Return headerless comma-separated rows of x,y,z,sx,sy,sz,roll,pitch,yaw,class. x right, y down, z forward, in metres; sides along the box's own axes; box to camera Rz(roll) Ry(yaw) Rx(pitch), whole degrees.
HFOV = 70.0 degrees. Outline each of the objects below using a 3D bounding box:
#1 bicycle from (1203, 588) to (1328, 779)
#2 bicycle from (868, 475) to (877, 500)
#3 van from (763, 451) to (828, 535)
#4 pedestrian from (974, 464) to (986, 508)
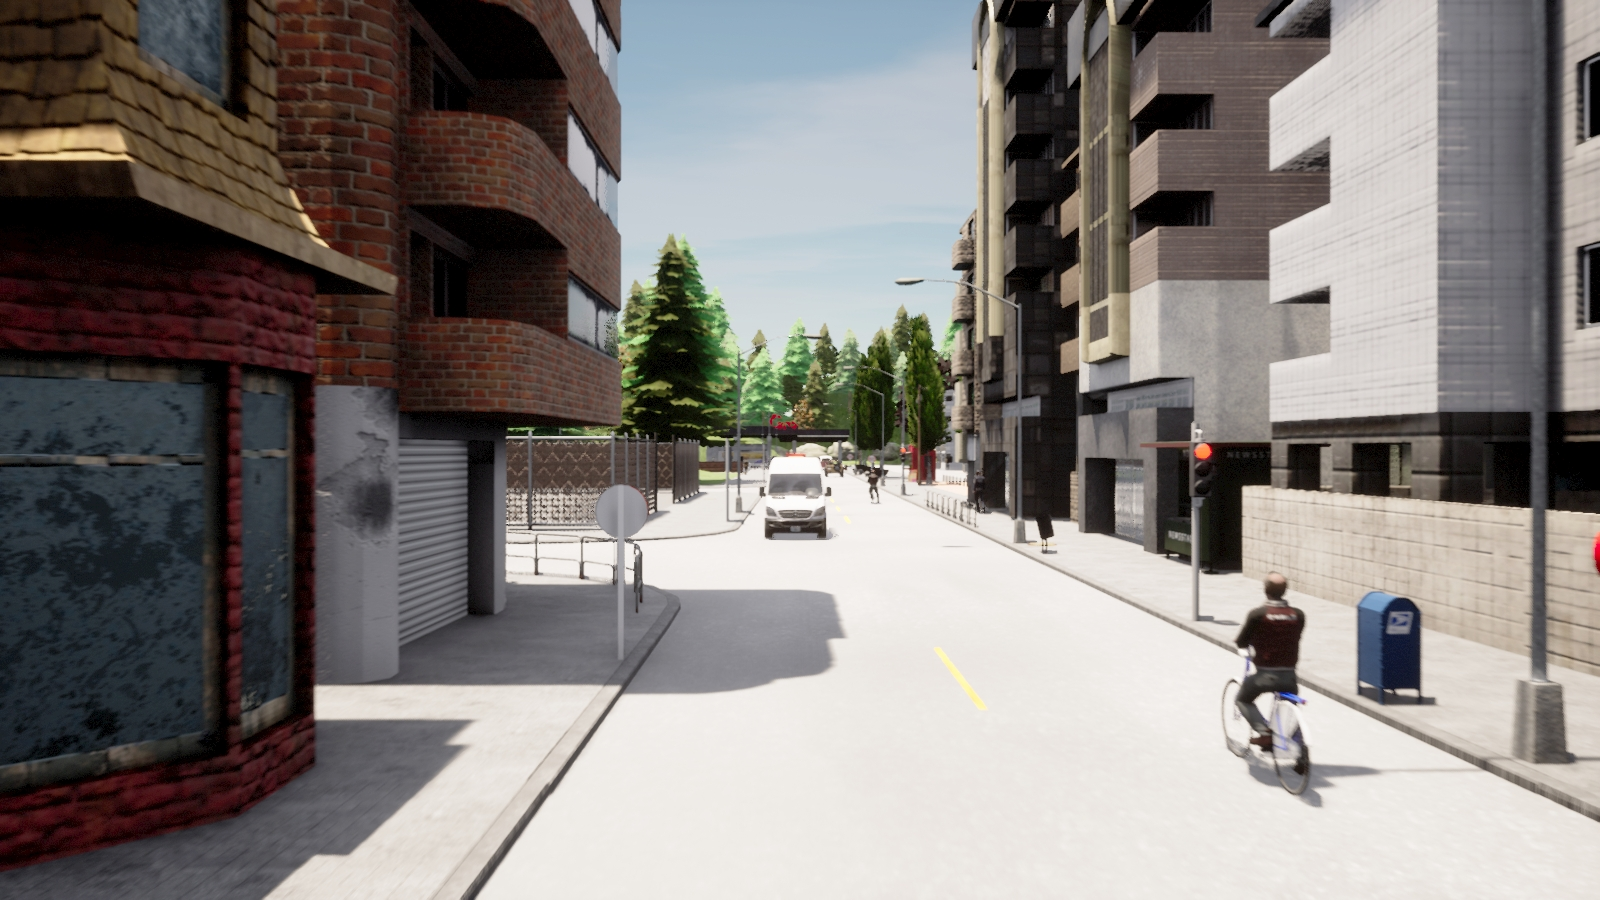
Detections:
3.970,1.940,9.866,0.329,1.271,1.835,0,0,0,bicycle
3.780,1.940,59.581,0.329,1.271,1.835,0,0,0,bicycle
-0.152,1.314,37.788,1.988,2.561,5.915,0,0,0,van
7.617,1.523,48.374,0.375,1.860,0.375,0,0,-12,pedestrian
